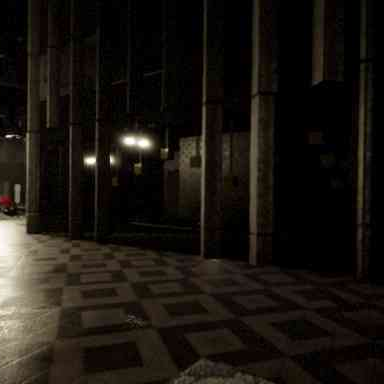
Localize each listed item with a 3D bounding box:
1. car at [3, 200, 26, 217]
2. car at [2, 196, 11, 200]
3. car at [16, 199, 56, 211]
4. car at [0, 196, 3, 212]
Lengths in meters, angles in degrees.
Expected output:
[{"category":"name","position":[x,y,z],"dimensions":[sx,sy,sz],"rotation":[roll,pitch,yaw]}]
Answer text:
[{"category":"car","position":[-16.187,1.766,32.956],"dimensions":[1.947,1.339,4.313],"rotation":[1,0,35]},{"category":"car","position":[-23.130,1.384,37.896],"dimensions":[2.192,1.841,5.009],"rotation":[1,0,35]},{"category":"car","position":[-19.868,1.664,42.498],"dimensions":[1.947,1.339,4.313],"rotation":[1,0,35]},{"category":"car","position":[-19.449,1.486,28.352],"dimensions":[2.192,1.841,5.009],"rotation":[1,0,35]}]
